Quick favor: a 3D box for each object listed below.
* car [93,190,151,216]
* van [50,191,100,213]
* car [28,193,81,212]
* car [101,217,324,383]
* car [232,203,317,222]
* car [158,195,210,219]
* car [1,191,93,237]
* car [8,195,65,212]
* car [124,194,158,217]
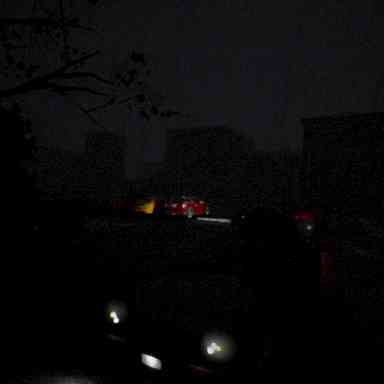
[{"bbox_3d":[-5.541,0.871,28.889,2.435,2.045,5.566,0,0,28],"label":"car"},{"bbox_3d":[-11.037,0.878,31.744,1.878,1.987,4.442,0,0,28],"label":"van"},{"bbox_3d":[-13.670,0.978,33.260,2.185,1.767,4.553,0,0,28],"label":"car"},{"bbox_3d":[0.984,1.467,5.897,2.033,1.411,5.357,2,1,32],"label":"car"},{"bbox_3d":[4.037,1.329,17.071,2.128,1.511,4.902,1,0,-31],"label":"car"},{"bbox_3d":[-0.289,1.049,26.087,2.185,1.767,4.553,1,0,28],"label":"car"},{"bbox_3d":[-7.946,0.940,16.333,2.435,2.045,5.566,1,0,28],"label":"car"},{"bbox_3d":[-16.135,1.112,34.835,1.946,1.575,5.366,0,0,28],"label":"car"},{"bbox_3d":[-2.956,1.148,27.539,2.097,1.535,5.008,1,0,28],"label":"car"}]
